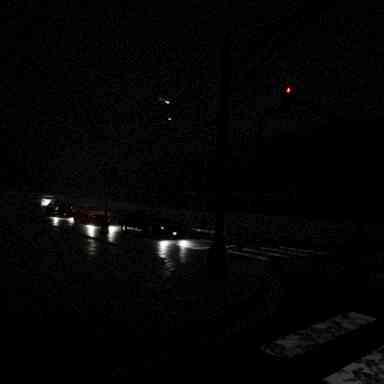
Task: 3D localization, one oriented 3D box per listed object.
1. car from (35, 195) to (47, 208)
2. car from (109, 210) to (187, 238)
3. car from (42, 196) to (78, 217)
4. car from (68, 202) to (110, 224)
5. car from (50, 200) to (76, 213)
[{"bbox_3d":[-23.613,1.550,53.565,2.150,2.045,5.566,4,-1,-36],"label":"car"},{"bbox_3d":[-2.516,1.762,19.209,2.033,1.411,5.357,4,-3,-38],"label":"car"},{"bbox_3d":[-14.092,1.680,35.415,2.097,1.767,4.553,4,-2,-35],"label":"car"},{"bbox_3d":[-8.238,1.770,27.240,1.882,1.535,5.008,4,-3,-36],"label":"car"},{"bbox_3d":[-17.740,1.942,45.434,2.128,1.511,4.902,4,-2,-35],"label":"car"}]
